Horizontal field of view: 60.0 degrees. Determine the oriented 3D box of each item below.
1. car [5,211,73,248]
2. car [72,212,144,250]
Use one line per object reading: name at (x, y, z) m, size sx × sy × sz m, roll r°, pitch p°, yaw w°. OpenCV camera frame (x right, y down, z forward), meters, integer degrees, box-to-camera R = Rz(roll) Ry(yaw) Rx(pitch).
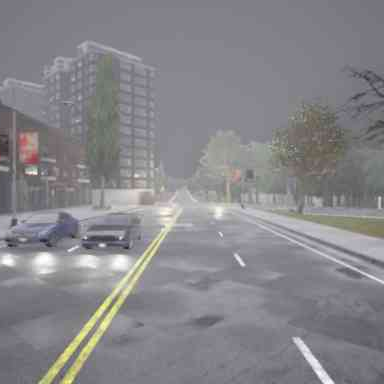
car at (-6.615, 1.623, 15.350) m, size 1.812 × 1.442 × 4.674 m, roll 0°, pitch 0°, yaw 0°
car at (-3.356, 1.643, 15.109) m, size 2.033 × 1.411 × 5.357 m, roll 0°, pitch 0°, yaw 0°
